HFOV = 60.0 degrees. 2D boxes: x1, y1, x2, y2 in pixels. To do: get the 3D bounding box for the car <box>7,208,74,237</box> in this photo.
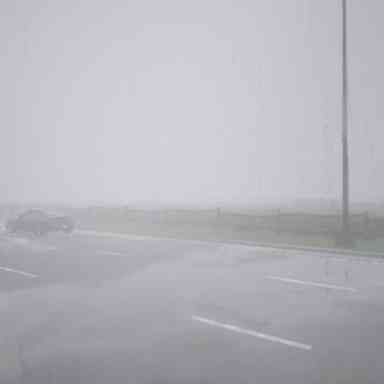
[{"bbox_3d":[-8.494,1.629,18.648,4.674,1.442,1.812,0,0,36],"label":"car"}]
